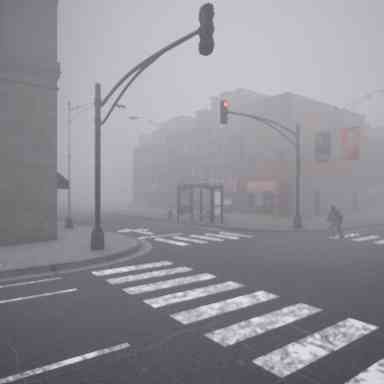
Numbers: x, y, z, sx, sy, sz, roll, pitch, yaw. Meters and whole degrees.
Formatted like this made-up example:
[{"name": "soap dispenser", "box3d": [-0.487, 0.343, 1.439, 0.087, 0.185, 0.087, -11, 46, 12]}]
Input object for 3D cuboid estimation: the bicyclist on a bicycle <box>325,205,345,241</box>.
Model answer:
[{"name": "bicyclist on a bicycle", "box3d": [6.595, 1.429, 15.312, 1.656, 1.620, 0.582, 0, 0, -37]}]
